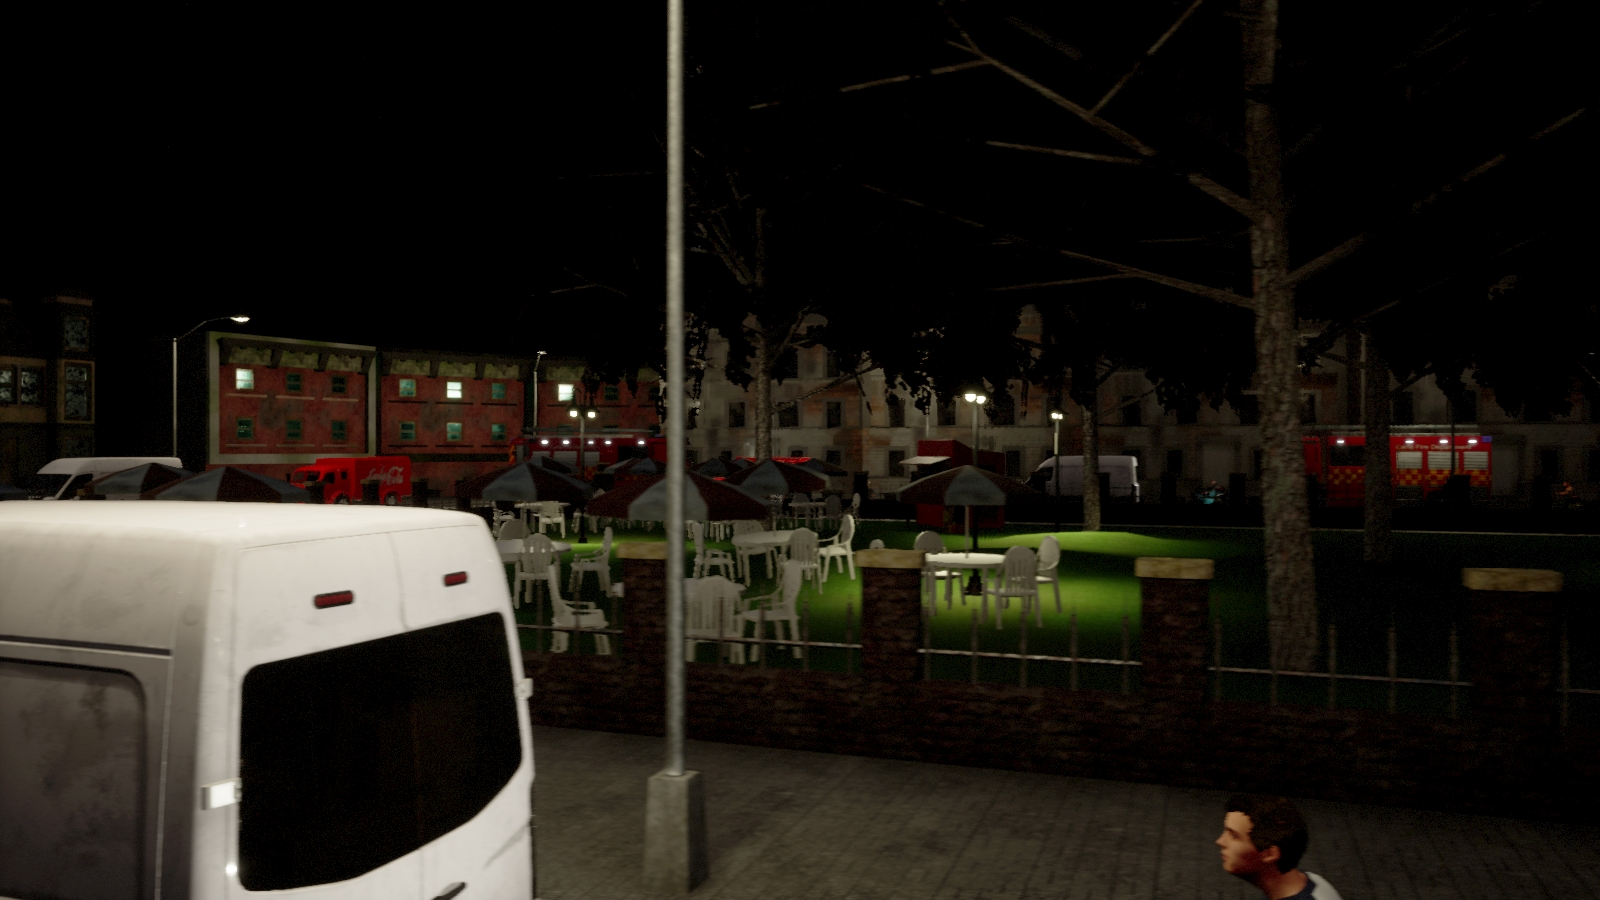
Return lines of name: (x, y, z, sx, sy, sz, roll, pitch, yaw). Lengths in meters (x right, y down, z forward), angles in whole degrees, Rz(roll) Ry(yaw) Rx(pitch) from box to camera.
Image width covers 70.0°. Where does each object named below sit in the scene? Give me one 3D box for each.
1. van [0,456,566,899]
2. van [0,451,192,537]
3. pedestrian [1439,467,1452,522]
van: (-4.201, 1.314, 5.366, 5.915, 2.561, 1.988, 0, 0, 20)
van: (-23.073, 1.311, 37.262, 1.988, 2.561, 5.915, 0, 0, 20)
pedestrian: (22.072, 1.526, 39.088, 0.375, 1.860, 0.375, 0, 0, 32)
